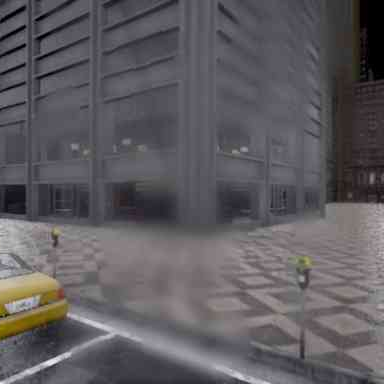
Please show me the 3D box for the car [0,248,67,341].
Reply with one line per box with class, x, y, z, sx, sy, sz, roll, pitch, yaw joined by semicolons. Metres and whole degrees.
car;-4.218;1.531;5.968;4.829;1.417;1.752;0;0;35
